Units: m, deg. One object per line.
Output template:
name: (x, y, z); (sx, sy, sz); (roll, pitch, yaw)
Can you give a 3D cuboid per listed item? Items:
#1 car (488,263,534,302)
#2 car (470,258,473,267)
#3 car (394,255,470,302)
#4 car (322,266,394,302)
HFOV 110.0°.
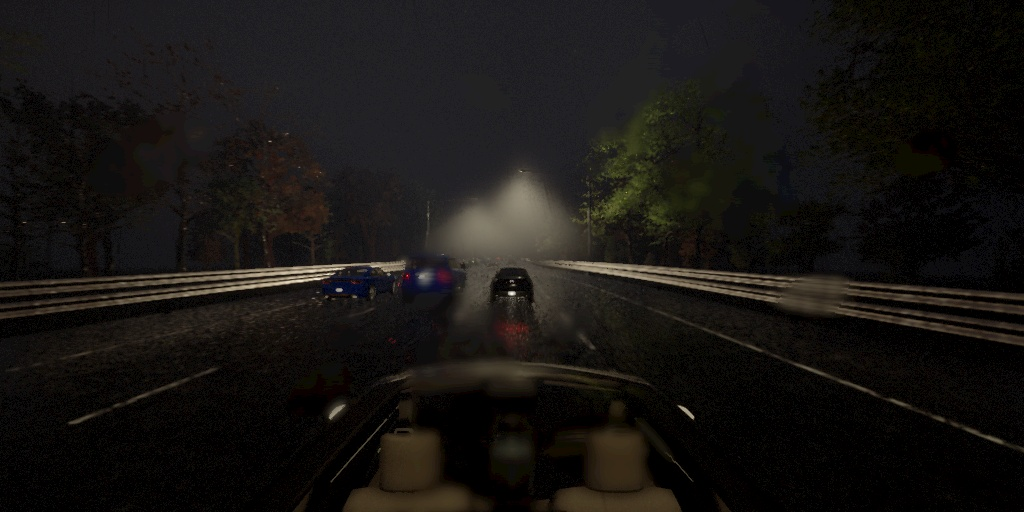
car: (-0.005, 1.256, 16.847); (1.837, 1.490, 4.892); (0, 0, 0)
car: (-7.012, 1.252, 48.646); (2.128, 1.511, 4.902); (0, 0, 0)
car: (-3.505, 0.971, 16.974); (2.150, 2.045, 5.566); (0, 0, 0)
car: (-7.004, 1.227, 16.999); (1.882, 1.535, 5.008); (0, 0, 0)
